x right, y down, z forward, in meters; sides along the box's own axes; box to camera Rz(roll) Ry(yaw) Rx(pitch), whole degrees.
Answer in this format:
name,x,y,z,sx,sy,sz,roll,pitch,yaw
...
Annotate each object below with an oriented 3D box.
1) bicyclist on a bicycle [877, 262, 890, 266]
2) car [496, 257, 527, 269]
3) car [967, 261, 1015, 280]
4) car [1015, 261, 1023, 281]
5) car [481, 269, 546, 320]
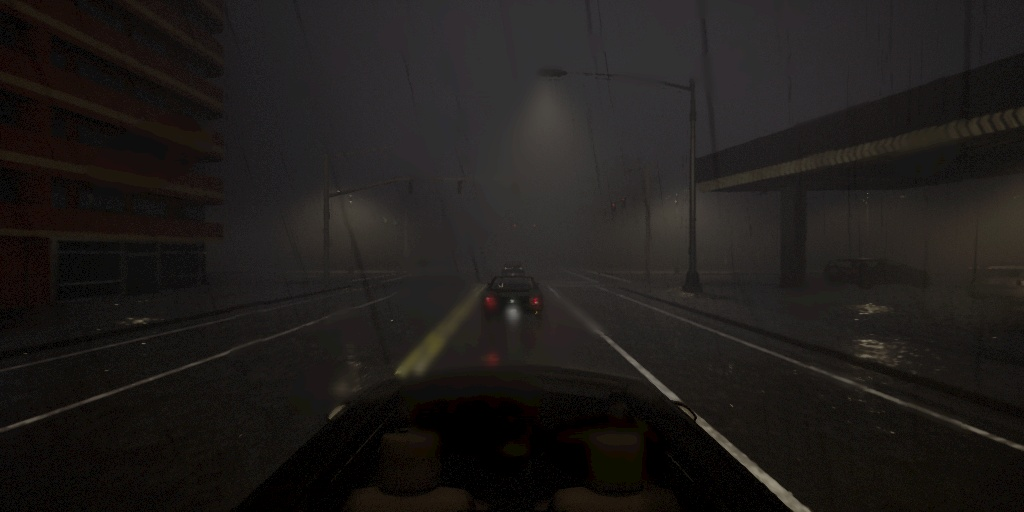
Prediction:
name,x,y,z,sx,sy,sz,roll,pitch,yaw
bicyclist on a bicycle,25.983,1.027,25.140,0.582,1.620,1.656,0,-9,18
car,0.127,1.114,28.804,2.128,1.511,4.902,0,0,1
car,45.241,1.152,32.791,5.357,1.411,2.033,0,0,1
car,45.289,1.113,29.288,4.902,1.511,2.128,0,0,1
car,0.058,1.301,12.319,1.895,1.301,4.718,0,0,0
